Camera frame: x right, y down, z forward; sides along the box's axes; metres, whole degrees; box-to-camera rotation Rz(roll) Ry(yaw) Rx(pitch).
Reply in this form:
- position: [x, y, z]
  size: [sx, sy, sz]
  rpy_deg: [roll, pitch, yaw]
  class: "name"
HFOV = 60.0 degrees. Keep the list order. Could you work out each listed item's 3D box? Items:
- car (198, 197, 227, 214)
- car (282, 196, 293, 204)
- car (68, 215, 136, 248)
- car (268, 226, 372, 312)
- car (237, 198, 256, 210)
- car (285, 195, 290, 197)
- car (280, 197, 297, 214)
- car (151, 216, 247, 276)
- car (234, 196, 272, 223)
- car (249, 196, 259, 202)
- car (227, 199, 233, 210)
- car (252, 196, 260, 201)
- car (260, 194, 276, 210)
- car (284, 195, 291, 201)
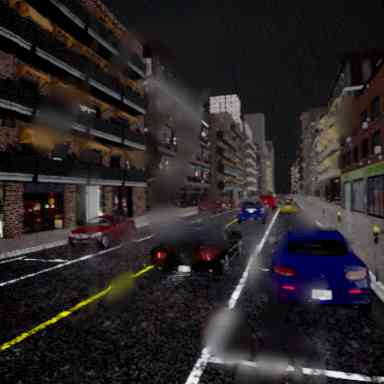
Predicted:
- position: [2.122, 1.503, 37.514]
  size: [2.192, 1.841, 5.009]
  rpy_deg: [-1, 0, 16]
  class: "car"
- position: [19.500, 1.579, 67.706]
  size: [2.008, 1.369, 4.403]
  rpy_deg: [-1, 0, 16]
  class: "car"
- position: [-4.089, 1.760, 15.841]
  size: [1.802, 1.307, 4.206]
  rpy_deg: [-1, 0, 16]
  class: "car"
- position: [2.760, 1.520, 7.674]
  size: [1.812, 1.442, 4.674]
  rpy_deg: [-1, 0, 16]
  class: "car"
- position: [7.867, 1.688, 47.786]
  size: [2.033, 1.411, 5.357]
  rpy_deg: [-1, 0, 16]
  class: "car"
- position: [13.285, 1.566, 46.035]
  size: [1.887, 1.381, 4.507]
  rpy_deg: [-1, 0, 16]
  class: "car"
- position: [10.224, 1.542, 35.363]
  size: [1.752, 1.417, 4.829]
  rpy_deg: [-1, 0, 16]
  class: "car"
- position: [0.426, 1.659, 10.591]
  size: [1.895, 1.301, 4.718]
  rpy_deg: [-1, 0, 16]
  class: "car"
- position: [4.890, 1.418, 26.171]
  size: [2.097, 1.767, 4.553]
  rpy_deg: [-1, 0, 16]
  class: "car"
- position: [16.108, 1.755, 86.273]
  size: [2.008, 1.369, 4.403]
  rpy_deg: [-1, 0, 16]
  class: "car"
- position: [3.676, 1.631, 42.931]
  size: [1.967, 1.590, 4.097]
  rpy_deg: [-1, 0, 16]
  class: "car"
- position: [17.661, 1.756, 91.692]
  size: [2.008, 1.369, 4.403]
  rpy_deg: [-1, 0, 16]
  class: "car"
- position: [9.956, 1.296, 44.212]
  size: [2.150, 2.045, 5.566]
  rpy_deg: [-1, 0, 16]
  class: "car"
- position: [25.761, 1.559, 89.541]
  size: [1.752, 1.417, 4.829]
  rpy_deg: [-1, 0, 16]
  class: "car"
